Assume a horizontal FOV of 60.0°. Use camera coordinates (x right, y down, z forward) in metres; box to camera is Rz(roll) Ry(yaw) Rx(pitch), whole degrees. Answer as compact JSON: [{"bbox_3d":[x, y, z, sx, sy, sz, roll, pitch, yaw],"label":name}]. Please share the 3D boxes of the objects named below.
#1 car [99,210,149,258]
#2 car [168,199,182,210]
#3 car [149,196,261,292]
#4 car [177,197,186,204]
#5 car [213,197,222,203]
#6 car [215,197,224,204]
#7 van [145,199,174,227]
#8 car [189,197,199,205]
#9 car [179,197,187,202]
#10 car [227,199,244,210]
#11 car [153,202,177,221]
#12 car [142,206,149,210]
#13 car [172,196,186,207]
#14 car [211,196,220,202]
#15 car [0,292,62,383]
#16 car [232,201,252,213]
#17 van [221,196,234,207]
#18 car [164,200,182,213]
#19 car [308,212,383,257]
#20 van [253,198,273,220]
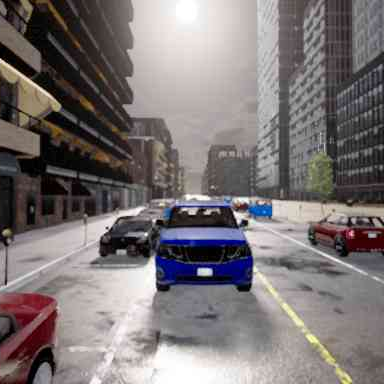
[{"bbox_3d":[-2.315,1.621,13.127,1.947,1.339,4.313,1,0,0],"label":"car"},{"bbox_3d":[-2.292,1.727,46.375,1.752,1.417,4.829,1,0,0],"label":"car"},{"bbox_3d":[0.263,1.262,9.422,2.150,2.045,5.566,0,0,0],"label":"car"},{"bbox_3d":[-2.274,1.874,74.393,1.887,1.381,4.507,1,0,0],"label":"car"},{"bbox_3d":[6.109,1.904,79.956,1.887,1.381,4.507,1,0,0],"label":"car"},{"bbox_3d":[6.106,1.860,74.556,1.752,1.417,4.829,1,0,0],"label":"car"},{"bbox_3d":[-2.304,1.445,24.268,1.690,1.788,3.998,1,0,0],"label":"van"},{"bbox_3d":[0.401,1.829,68.679,1.812,1.442,4.674,0,0,0],"label":"car"},{"bbox_3d":[-2.267,1.963,85.533,1.802,1.307,4.206,1,0,0],"label":"car"},{"bbox_3d":[6.088,1.733,46.708,1.752,1.417,4.829,1,0,0],"label":"car"},{"bbox_3d":[-2.303,1.653,29.667,1.752,1.417,4.829,1,0,0],"label":"car"},{"bbox_3d":[-2.311,1.631,18.697,2.008,1.369,4.403,1,0,0],"label":"car"},{"bbox_3d":[-2.281,1.567,57.685,2.192,1.841,5.009,1,0,0],"label":"car"},{"bbox_3d":[6.115,1.826,85.526,1.967,1.590,4.097,1,0,0],"label":"car"},{"bbox_3d":[-2.322,1.552,1.988,1.887,1.381,4.507,1,0,0],"label":"car"},{"bbox_3d":[6.084,1.764,40.968,1.802,1.307,4.206,1,0,0],"label":"car"},{"bbox_3d":[6.098,1.598,57.679,1.690,1.788,3.998,1,0,0],"label":"van"},{"bbox_3d":[-2.296,1.728,40.974,2.008,1.369,4.403,1,0,0],"label":"car"},{"bbox_3d":[6.067,1.500,13.121,1.967,1.590,4.097,1,0,0],"label":"car"},{"bbox_3d":[6.080,1.474,29.831,1.690,1.788,3.998,1,0,0],"label":"van"}]
